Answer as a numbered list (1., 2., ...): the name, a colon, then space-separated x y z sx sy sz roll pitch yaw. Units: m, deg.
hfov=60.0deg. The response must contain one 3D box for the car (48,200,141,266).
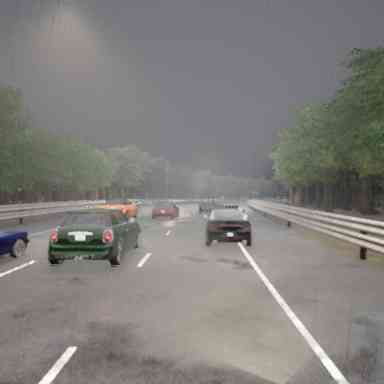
1. car: -3.155 1.340 11.705 2.097 1.767 4.553 0 0 2

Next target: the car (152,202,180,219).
1. car: -2.222 1.569 29.120 1.994 1.385 4.181 0 0 4

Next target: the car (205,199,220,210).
1. car: 3.033 1.792 48.663 1.994 1.385 4.181 0 -1 8

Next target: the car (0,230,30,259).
1. car: -6.732 1.587 9.687 1.895 1.301 4.718 0 0 1

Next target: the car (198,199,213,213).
1. car: 1.798 1.558 36.905 2.128 1.511 4.902 0 -1 7

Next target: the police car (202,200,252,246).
1. police car: 1.561 1.414 15.316 1.930 1.638 5.238 0 0 2
